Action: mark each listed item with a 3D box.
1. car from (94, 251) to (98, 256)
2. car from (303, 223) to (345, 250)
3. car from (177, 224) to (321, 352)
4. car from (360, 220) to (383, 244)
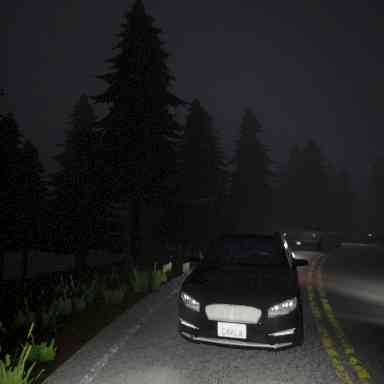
[{"bbox_3d":[-20.200,13.663,73.006,4.181,1.381,1.994,-2,-5,31],"label":"car"},{"bbox_3d":[6.527,2.313,17.724,1.895,1.301,4.718,-3,-6,39],"label":"car"},{"bbox_3d":[1.140,1.563,6.621,2.128,1.511,4.902,-1,-2,15],"label":"car"},{"bbox_3d":[15.890,3.232,26.469,5.566,2.045,2.150,8,-8,-28],"label":"car"}]
